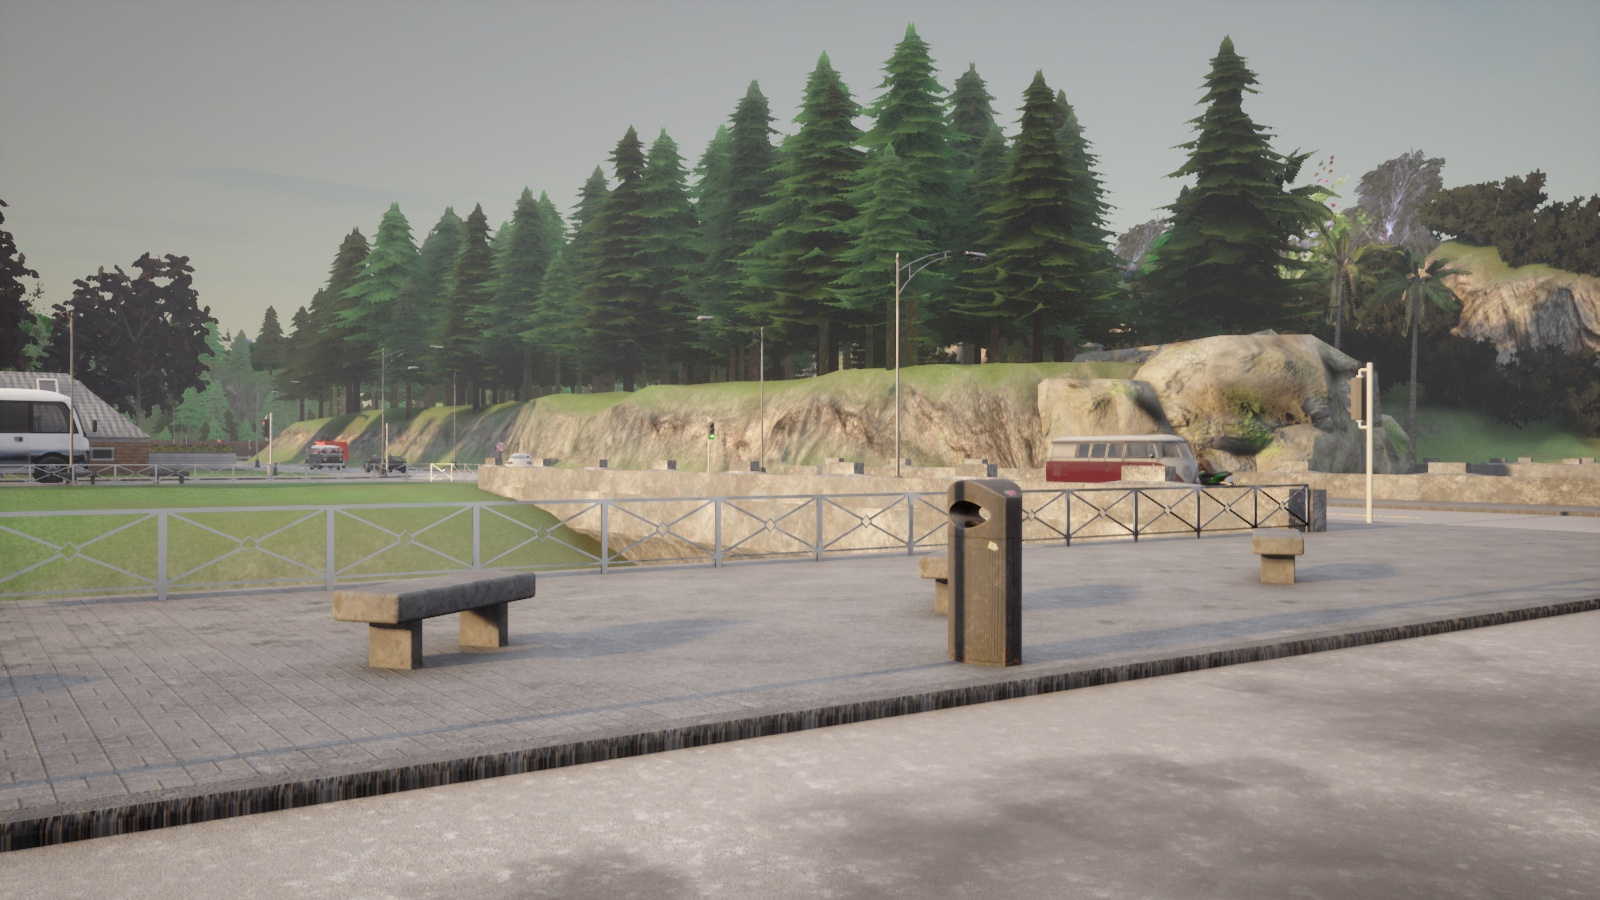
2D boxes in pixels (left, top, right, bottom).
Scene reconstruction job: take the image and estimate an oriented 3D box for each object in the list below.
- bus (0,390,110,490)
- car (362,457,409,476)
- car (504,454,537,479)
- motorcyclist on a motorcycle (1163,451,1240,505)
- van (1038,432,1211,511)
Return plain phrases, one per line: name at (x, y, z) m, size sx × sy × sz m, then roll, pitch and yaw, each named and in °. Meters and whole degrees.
bus at (-35.955, -0.423, 54.360) m, size 10.273 × 4.253 × 3.944 m, roll 0°, pitch 0°, yaw -35°
car at (-29.154, 1.118, 88.243) m, size 1.895 × 1.301 × 4.718 m, roll 0°, pitch 0°, yaw -35°
car at (-17.031, 0.989, 76.646) m, size 1.812 × 1.442 × 4.674 m, roll 0°, pitch 0°, yaw -11°
motorcyclist on a motorcycle at (11.672, 0.786, 36.562) m, size 0.797 × 1.523 × 2.044 m, roll 0°, pitch 0°, yaw -35°
van at (8.667, 0.558, 33.875) m, size 1.775 × 1.987 × 4.442 m, roll 0°, pitch 0°, yaw -35°
